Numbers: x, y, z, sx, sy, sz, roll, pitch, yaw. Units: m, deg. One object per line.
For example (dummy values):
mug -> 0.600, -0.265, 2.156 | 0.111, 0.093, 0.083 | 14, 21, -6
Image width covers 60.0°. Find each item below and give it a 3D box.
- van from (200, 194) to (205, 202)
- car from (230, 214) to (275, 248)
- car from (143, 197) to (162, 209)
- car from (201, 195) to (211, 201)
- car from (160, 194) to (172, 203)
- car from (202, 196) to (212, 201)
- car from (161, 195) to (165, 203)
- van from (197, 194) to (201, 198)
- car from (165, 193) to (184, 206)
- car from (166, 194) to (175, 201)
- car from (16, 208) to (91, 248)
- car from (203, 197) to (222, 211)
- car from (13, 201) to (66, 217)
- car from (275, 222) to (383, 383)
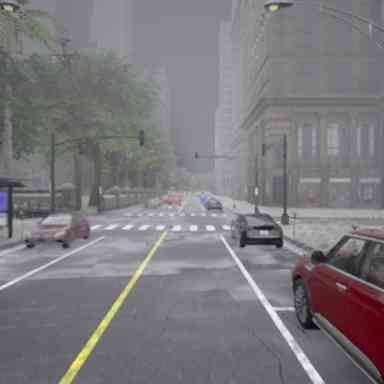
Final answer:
van -> 2.759, 1.450, 57.494 | 1.690, 1.788, 3.998 | 0, 0, 0
car -> 2.760, 1.599, 14.796 | 1.947, 1.339, 4.313 | 0, 0, 0
car -> -5.766, 1.642, 46.673 | 2.008, 1.369, 4.403 | 0, 0, 0
car -> 2.760, 1.626, 52.244 | 1.752, 1.417, 4.829 | 0, 0, 0
car -> -5.766, 1.443, 73.775 | 2.192, 1.841, 5.009 | 0, 0, 0
car -> 2.760, 1.658, 46.653 | 1.947, 1.339, 4.313 | 0, 0, 0
car -> -5.766, 1.540, 52.093 | 1.967, 1.590, 4.097 | 0, 0, 0
van -> 2.759, 1.475, 79.176 | 1.690, 1.788, 3.998 | 0, 0, 0
car -> -3.027, 1.331, 58.740 | 2.150, 2.045, 5.566 | 0, 0, 1
car -> -5.766, 1.457, 90.036 | 2.192, 1.841, 5.009 | 0, 0, 0
car -> -5.766, 1.614, 14.814 | 1.802, 1.307, 4.206 | 0, 0, 0
car -> 2.760, 1.648, 41.233 | 1.947, 1.339, 4.313 | 0, 0, 0
car -> -11.583, 1.473, 26.335 | 4.892, 1.490, 1.837 | 2, 0, 0
car -> 2.759, 1.325, 3.946 | 2.192, 1.841, 5.009 | 0, 0, 0
